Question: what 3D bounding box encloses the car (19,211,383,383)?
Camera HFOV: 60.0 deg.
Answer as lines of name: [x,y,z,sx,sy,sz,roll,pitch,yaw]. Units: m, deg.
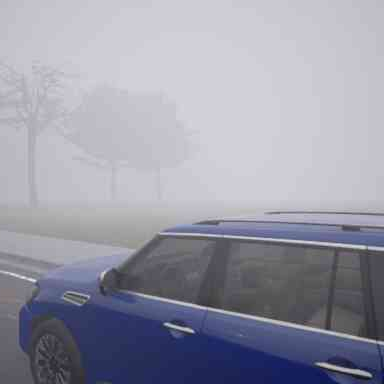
car: [0.588,1.221,3.273,5.566,2.045,2.150,0,0,35]
